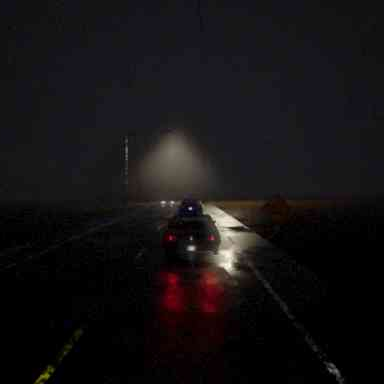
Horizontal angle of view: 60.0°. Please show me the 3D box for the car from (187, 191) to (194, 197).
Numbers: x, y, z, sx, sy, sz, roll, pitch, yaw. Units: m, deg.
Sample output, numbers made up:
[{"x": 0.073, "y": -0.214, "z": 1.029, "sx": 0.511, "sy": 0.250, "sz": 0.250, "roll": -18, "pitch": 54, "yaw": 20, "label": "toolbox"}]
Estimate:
[{"x": -0.566, "y": 0.577, "z": 93.863, "sx": 1.837, "sy": 1.490, "sz": 4.892, "roll": 0, "pitch": 1, "yaw": -2, "label": "car"}]

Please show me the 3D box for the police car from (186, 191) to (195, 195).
[{"x": -0.249, "y": 0.584, "z": 83.968, "sx": 1.930, "sy": 1.638, "sz": 5.238, "roll": 0, "pitch": 1, "yaw": -2, "label": "police car"}]

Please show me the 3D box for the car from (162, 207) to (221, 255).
[{"x": -0.004, "y": 1.462, "z": 12.696, "sx": 1.895, "sy": 1.301, "sz": 4.718, "roll": 0, "pitch": 1, "yaw": 0, "label": "car"}]

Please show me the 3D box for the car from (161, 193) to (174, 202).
[{"x": -4.199, "y": 0.902, "z": 58.293, "sx": 1.837, "sy": 1.490, "sz": 4.892, "roll": 0, "pitch": 1, "yaw": -1, "label": "car"}]

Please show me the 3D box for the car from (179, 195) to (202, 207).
[{"x": -0.121, "y": 1.259, "z": 28.477, "sx": 1.994, "sy": 1.385, "sz": 4.181, "roll": 0, "pitch": 1, "yaw": 0, "label": "car"}]

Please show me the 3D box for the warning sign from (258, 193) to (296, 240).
[{"x": 3.503, "y": 0.964, "z": 13.819, "sx": 1.300, "sy": 1.860, "sz": 1.060, "roll": 0, "pitch": 0, "yaw": 0, "label": "warning sign"}]
